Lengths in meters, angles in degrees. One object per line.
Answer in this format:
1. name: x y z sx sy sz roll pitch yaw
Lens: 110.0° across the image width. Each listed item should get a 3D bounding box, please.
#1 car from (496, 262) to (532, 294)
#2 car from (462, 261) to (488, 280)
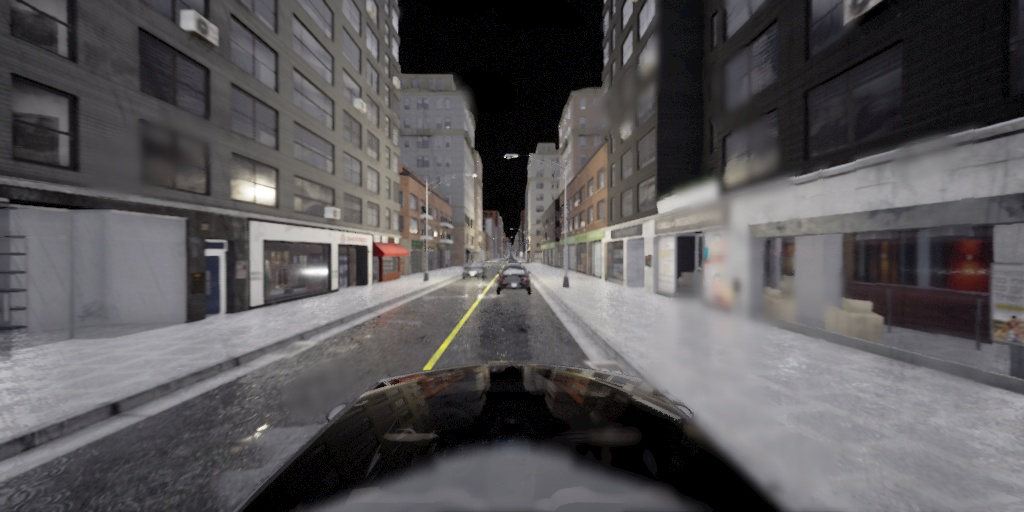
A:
1. car: 0.098 1.252 20.039 1.812 1.442 4.674 0 0 0
2. car: -3.091 1.203 30.581 2.128 1.511 4.902 0 0 0
